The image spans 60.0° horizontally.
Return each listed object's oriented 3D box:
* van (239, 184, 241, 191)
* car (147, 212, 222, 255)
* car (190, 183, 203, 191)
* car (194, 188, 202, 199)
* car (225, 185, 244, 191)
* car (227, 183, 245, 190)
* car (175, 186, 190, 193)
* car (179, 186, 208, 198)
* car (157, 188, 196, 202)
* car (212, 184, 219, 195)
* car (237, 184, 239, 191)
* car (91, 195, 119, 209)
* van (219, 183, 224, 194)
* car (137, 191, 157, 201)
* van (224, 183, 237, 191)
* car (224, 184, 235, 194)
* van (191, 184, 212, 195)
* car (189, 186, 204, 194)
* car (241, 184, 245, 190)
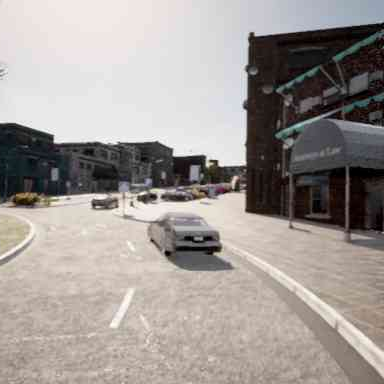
[{"bbox_3d":[9.213,-1.135,83.382,4.442,1.987,1.878,1,3,-1],"label":"van"},{"bbox_3d":[-0.491,1.506,13.041,2.033,1.411,5.357,3,0,-16],"label":"car"},{"bbox_3d":[1.104,-1.267,84.821,2.097,1.767,4.553,1,3,18],"label":"car"},{"bbox_3d":[-1.251,0.524,51.643,4.674,1.452,2.002,1,3,-1],"label":"car"},{"bbox_3d":[11.282,-1.132,89.186,4.792,1.488,2.163,1,2,-2],"label":"car"},{"bbox_3d":[12.242,-1.412,92.064,4.553,1.767,2.185,1,3,-2],"label":"car"},{"bbox_3d":[-2.067,-0.522,75.317,1.812,1.442,4.674,1,3,18],"label":"car"},{"bbox_3d":[-0.476,0.352,54.522,5.366,1.575,1.946,1,3,-1],"label":"car"},{"bbox_3d":[-2.221,0.612,48.761,4.892,1.521,2.231,1,2,-1],"label":"car"},{"bbox_3d":[1.608,-0.147,60.285,5.566,2.045,2.435,1,3,-1],"label":"car"},{"bbox_3d":[8.336,-0.908,80.511,4.553,1.767,2.185,1,2,-1],"label":"car"},{"bbox_3d":[-9.859,1.073,38.139,2.128,1.511,4.902,1,2,8],"label":"car"},{"bbox_3d":[3.443,-0.376,66.059,4.442,1.987,1.878,1,3,-1],"label":"van"},{"bbox_3d":[-6.710,0.596,50.903,1.994,1.385,4.181,1,3,19],"label":"car"},{"bbox_3d":[7.522,-0.880,77.624,4.442,1.987,1.878,1,2,-1],"label":"van"},{"bbox_3d":[6.437,-0.528,74.740,4.892,1.521,2.231,1,2,-1],"label":"car"},{"bbox_3d":[0.791,0.007,57.412,4.442,1.987,1.878,1,2,-1],"label":"van"},{"bbox_3d":[1.017,-0.524,74.289,1.882,1.535,5.008,1,3,18],"label":"car"},{"bbox_3d":[10.477,-1.036,86.299,5.366,1.575,1.946,1,2,-1],"label":"car"}]
